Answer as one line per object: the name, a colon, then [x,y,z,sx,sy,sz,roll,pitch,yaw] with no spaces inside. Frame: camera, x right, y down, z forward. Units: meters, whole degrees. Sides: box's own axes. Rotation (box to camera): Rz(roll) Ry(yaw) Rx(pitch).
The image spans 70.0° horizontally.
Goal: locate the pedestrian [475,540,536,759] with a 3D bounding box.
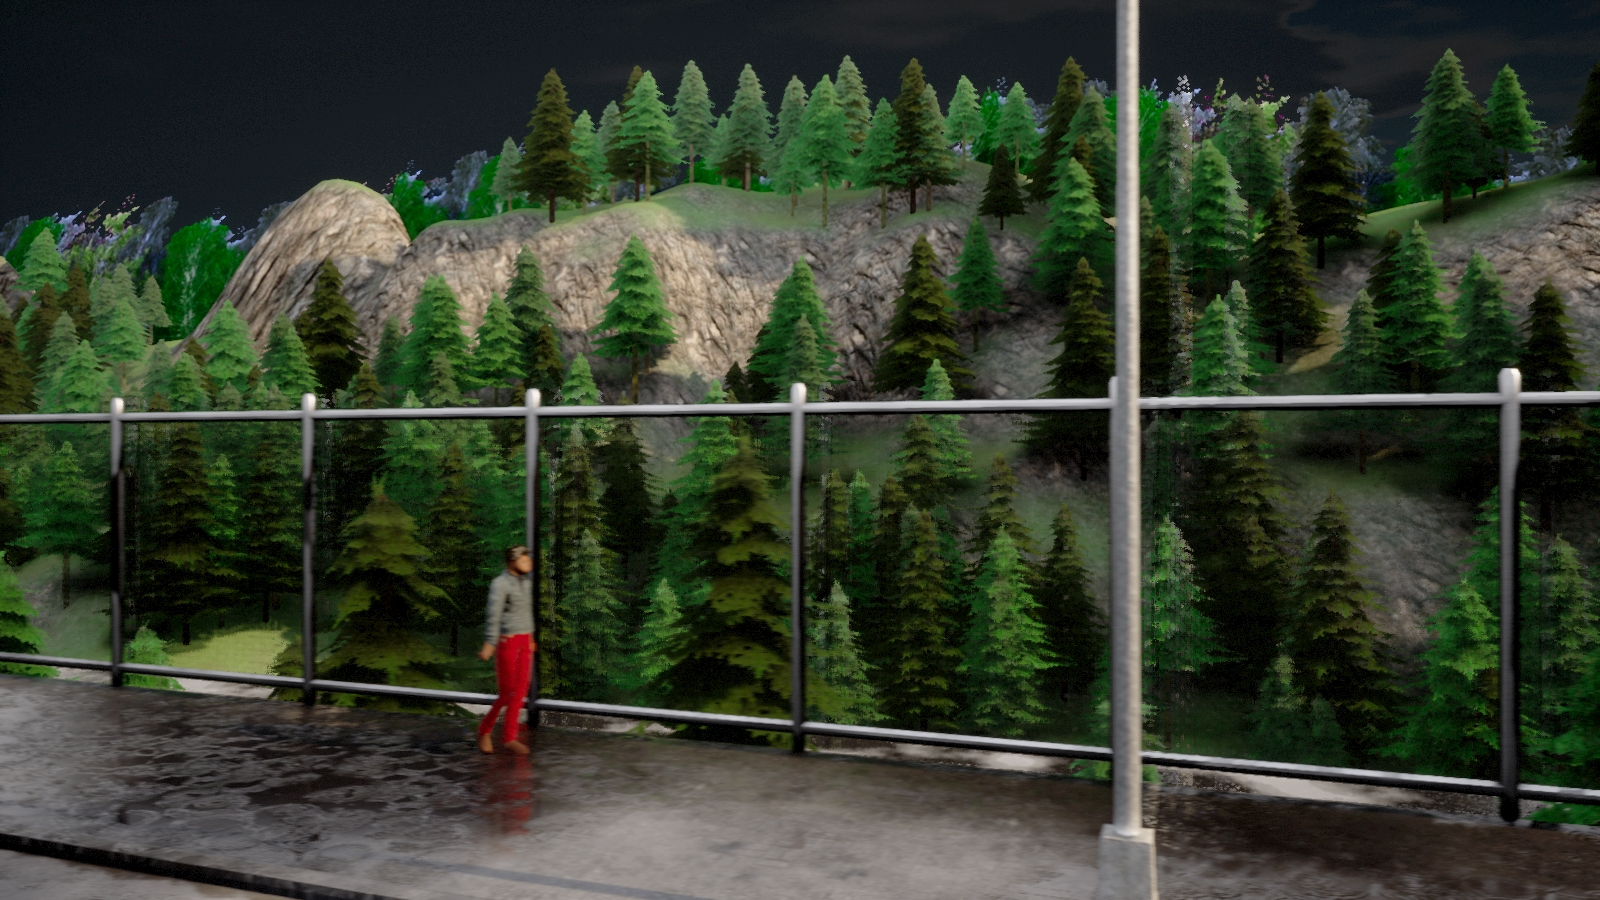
pedestrian: [-2.610,1.745,10.140,0.375,1.860,0.375,0,0,23]
